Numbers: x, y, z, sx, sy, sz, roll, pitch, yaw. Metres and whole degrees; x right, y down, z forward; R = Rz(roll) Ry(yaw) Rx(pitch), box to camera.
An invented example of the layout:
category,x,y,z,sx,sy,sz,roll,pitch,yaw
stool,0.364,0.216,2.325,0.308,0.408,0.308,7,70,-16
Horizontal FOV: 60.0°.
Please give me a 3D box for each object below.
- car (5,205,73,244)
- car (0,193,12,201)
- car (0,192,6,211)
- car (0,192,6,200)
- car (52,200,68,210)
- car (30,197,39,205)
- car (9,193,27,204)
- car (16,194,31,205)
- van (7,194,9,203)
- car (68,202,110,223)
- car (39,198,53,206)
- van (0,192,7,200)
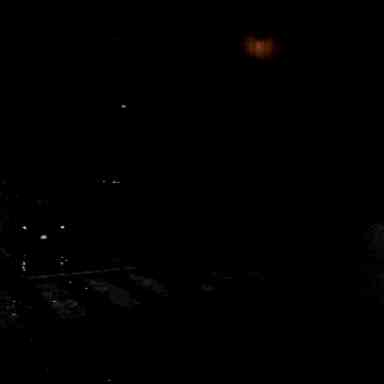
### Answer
category,x,y,z,sx,sy,sz,roll,pitch,yaw
car,-7.282,1.510,15.335,1.895,1.301,4.718,3,-1,-36
car,-40.039,1.068,71.140,1.967,1.590,4.097,3,-1,-36
car,-21.885,0.909,35.818,2.150,2.045,5.566,3,-1,-36
car,-46.457,0.857,80.133,2.192,1.841,5.009,3,-1,-36
car,-11.139,1.564,30.673,1.887,1.381,4.507,3,-1,-36
car,-17.660,1.456,39.804,1.752,1.417,4.829,3,-1,-36
car,-27.188,1.116,53.157,2.192,1.841,5.009,3,-1,-36
car,-23.985,1.390,48.657,1.887,1.381,4.507,3,-1,-36
van,-30.401,1.099,57.652,1.690,1.788,3.998,3,-1,-36
car,-7.927,1.608,26.177,1.887,1.381,4.507,3,-1,-36
car,-14.350,1.520,35.169,1.887,1.381,4.507,3,-1,-36
van,-43.246,0.926,75.636,1.690,1.788,3.998,3,-1,-36
